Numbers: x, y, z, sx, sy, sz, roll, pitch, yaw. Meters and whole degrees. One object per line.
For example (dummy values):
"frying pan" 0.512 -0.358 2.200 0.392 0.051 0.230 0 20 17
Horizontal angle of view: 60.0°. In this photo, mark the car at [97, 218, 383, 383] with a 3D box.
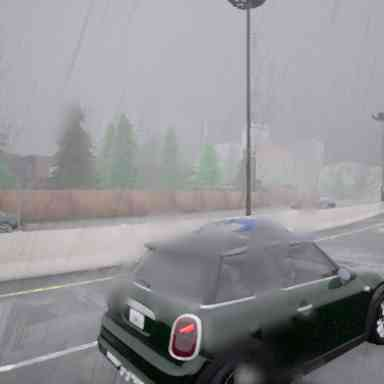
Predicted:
"car" 1.090 1.374 4.853 4.553 1.767 2.097 0 0 -38

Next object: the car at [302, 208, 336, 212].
"car" 11.284 1.671 29.867 2.033 1.411 5.357 0 0 38

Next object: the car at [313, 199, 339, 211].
"car" 18.194 1.733 45.085 2.033 1.411 5.357 0 0 36
